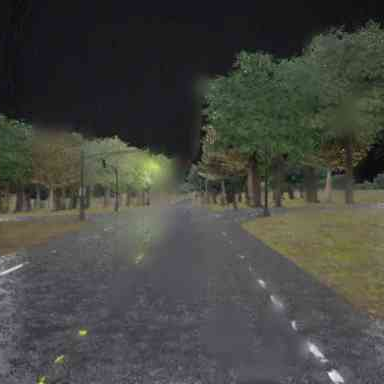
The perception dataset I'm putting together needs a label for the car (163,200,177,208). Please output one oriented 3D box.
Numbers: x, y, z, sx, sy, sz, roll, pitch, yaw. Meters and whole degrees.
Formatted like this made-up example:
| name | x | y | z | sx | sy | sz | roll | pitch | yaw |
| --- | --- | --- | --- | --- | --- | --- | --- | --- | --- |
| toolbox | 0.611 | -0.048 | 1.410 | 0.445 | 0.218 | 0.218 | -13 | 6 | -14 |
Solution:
| name | x | y | z | sx | sy | sz | roll | pitch | yaw |
| --- | --- | --- | --- | --- | --- | --- | --- | --- | --- |
| car | -4.130 | 2.148 | 58.330 | 1.895 | 1.301 | 4.718 | 0 | -1 | -1 |
